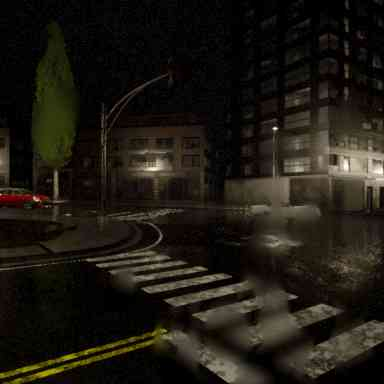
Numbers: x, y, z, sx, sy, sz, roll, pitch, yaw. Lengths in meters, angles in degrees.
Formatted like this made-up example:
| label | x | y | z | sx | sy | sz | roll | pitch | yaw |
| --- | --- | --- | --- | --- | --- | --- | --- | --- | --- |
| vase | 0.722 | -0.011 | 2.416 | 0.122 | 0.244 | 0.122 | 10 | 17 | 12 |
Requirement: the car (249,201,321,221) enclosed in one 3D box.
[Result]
| label | x | y | z | sx | sy | sz | roll | pitch | yaw |
| --- | --- | --- | --- | --- | --- | --- | --- | --- | --- |
| car | 6.522 | 1.287 | 23.526 | 4.718 | 1.301 | 1.895 | 2 | 0 | 4 |

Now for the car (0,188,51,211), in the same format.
| label | x | y | z | sx | sy | sz | roll | pitch | yaw |
| --- | --- | --- | --- | --- | --- | --- | --- | --- | --- |
| car | -13.745 | 0.513 | 26.870 | 4.553 | 1.767 | 2.097 | 1 | 0 | 11 |
